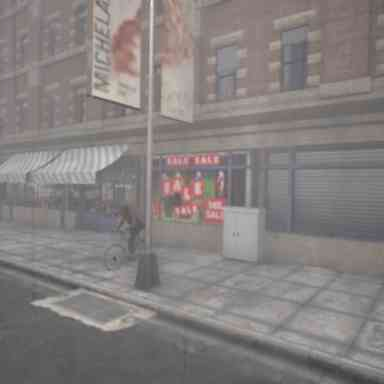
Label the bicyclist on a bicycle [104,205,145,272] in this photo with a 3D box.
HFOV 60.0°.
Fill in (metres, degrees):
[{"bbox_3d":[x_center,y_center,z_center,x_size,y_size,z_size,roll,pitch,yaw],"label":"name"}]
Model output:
[{"bbox_3d":[-1.606,1.147,8.542,0.582,1.620,1.656,2,1,36],"label":"bicyclist on a bicycle"}]
